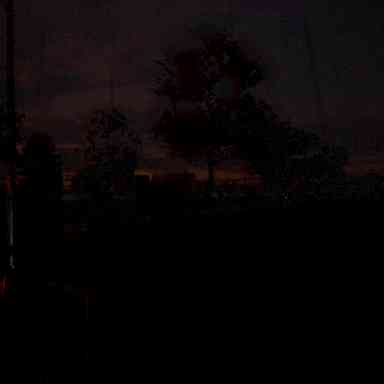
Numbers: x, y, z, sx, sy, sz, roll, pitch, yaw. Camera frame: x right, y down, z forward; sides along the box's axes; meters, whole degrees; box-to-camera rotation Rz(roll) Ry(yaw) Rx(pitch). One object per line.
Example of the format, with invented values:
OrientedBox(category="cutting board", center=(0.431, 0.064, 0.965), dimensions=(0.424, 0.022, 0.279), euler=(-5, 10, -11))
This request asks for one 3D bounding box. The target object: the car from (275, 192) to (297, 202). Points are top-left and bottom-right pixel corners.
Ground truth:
OrientedBox(category="car", center=(14.136, 0.722, 50.011), dimensions=(1.882, 1.535, 5.008), euler=(0, 1, 37))
